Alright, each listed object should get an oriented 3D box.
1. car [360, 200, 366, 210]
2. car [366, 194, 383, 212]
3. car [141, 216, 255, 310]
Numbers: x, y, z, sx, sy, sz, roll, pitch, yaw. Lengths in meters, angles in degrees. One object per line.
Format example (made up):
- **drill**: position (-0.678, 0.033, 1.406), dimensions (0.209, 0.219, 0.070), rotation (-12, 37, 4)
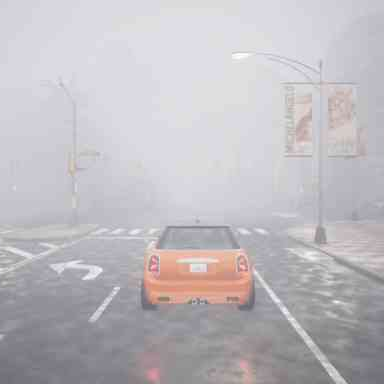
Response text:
- **car**: position (23.205, 1.220, 39.735), dimensions (5.566, 2.045, 2.150), rotation (0, 0, 1)
- **car**: position (22.078, 1.351, 36.239), dimensions (4.553, 1.767, 2.097), rotation (0, 0, 1)
- **car**: position (0.111, 1.352, 7.957), dimensions (2.097, 1.767, 4.553), rotation (0, 0, 0)
